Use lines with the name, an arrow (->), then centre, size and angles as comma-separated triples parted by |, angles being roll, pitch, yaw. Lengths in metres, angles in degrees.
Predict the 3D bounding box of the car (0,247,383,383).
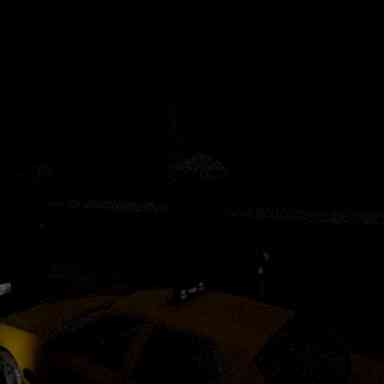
car -> -0.244, 1.502, 3.131 | 4.829, 1.417, 1.752 | 1, 1, 35

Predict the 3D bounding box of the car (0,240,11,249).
car -> -4.557, 1.476, 6.188 | 4.313, 1.339, 1.947 | 1, 1, 35
